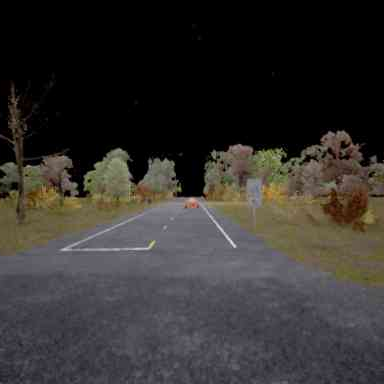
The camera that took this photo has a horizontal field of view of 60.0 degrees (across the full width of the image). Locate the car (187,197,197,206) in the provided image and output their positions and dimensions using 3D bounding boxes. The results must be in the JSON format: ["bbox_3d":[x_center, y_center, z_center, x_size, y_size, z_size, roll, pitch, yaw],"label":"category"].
[{"bbox_3d":[0.010,1.697,59.440,1.812,1.442,4.674,-1,0,0],"label":"car"}]

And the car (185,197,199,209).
[{"bbox_3d":[0.003,1.482,49.407,2.097,1.767,4.553,-1,0,0],"label":"car"}]
